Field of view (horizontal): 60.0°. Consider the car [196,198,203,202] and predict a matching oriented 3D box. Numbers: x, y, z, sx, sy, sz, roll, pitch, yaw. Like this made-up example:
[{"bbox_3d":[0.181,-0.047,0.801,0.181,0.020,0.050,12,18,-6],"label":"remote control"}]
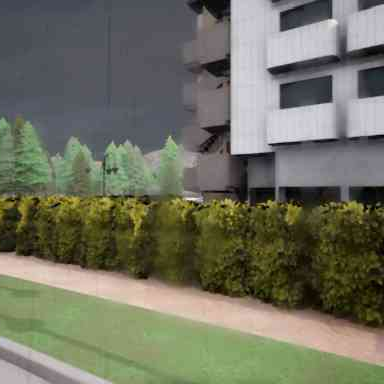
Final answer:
[{"bbox_3d":[1.876,1.539,45.624,2.033,1.411,5.357,0,0,35],"label":"car"}]
